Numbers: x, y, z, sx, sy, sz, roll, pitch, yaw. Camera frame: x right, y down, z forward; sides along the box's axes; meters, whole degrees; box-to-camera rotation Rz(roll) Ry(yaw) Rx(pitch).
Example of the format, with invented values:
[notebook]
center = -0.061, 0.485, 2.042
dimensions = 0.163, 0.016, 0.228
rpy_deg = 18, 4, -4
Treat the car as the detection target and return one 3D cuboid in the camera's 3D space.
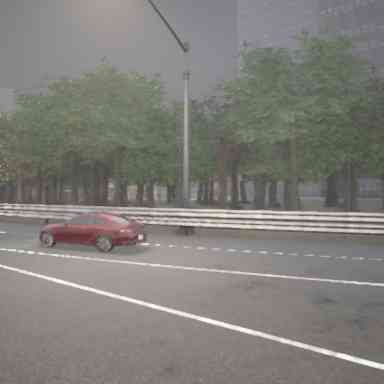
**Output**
[car]
center = -4.041, 1.545, 13.568
dimensions = 4.674, 1.442, 1.812
rpy_deg = 0, 0, 24
